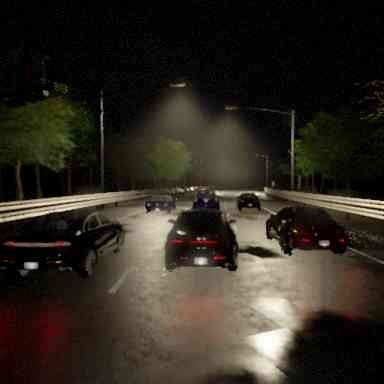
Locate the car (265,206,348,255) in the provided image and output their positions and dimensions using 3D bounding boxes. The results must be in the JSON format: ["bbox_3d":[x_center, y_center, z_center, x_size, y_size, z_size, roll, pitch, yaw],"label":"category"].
[{"bbox_3d":[3.850,1.223,11.769,1.812,1.442,4.674,0,2,2],"label":"car"}]

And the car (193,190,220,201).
[{"bbox_3d":[1.241,0.647,27.714,2.097,1.767,4.553,0,1,4],"label":"car"}]

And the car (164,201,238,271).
[{"bbox_3d":[0.290,1.248,9.949,1.837,1.490,4.892,0,2,2],"label":"car"}]

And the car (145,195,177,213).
[{"bbox_3d":[-2.360,0.923,26.555,1.895,1.301,4.718,0,1,4],"label":"car"}]

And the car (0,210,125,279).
[{"bbox_3d":[-3.239,1.250,9.288,2.128,1.511,4.902,0,1,2],"label":"car"}]

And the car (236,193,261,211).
[{"bbox_3d":[4.836,0.795,28.805,1.812,1.442,4.674,0,1,5],"label":"car"}]
